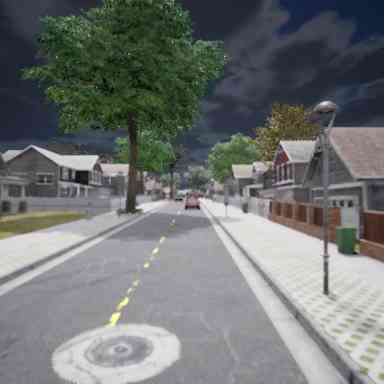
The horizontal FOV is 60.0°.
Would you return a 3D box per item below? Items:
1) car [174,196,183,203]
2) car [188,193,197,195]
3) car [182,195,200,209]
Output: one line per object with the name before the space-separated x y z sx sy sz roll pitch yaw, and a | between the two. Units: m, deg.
car | -2.796 1.563 70.829 1.895 1.301 4.718 0 0 0
car | 0.053 1.173 63.647 2.150 2.045 5.566 0 0 0
car | 0.070 1.499 44.263 1.994 1.385 4.181 0 0 0
